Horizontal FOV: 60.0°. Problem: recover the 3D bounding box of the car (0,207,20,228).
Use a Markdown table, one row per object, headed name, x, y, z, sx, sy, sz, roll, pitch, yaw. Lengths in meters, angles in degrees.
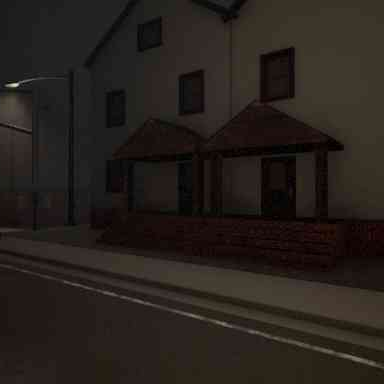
| name | x | y | z | sx | sy | sz | roll | pitch | yaw |
| --- | --- | --- | --- | --- | --- | --- | --- | --- | --- |
| car | -16.809 | 1.986 | 27.574 | 2.097 | 1.767 | 4.553 | 0 | -8 | 36 |
